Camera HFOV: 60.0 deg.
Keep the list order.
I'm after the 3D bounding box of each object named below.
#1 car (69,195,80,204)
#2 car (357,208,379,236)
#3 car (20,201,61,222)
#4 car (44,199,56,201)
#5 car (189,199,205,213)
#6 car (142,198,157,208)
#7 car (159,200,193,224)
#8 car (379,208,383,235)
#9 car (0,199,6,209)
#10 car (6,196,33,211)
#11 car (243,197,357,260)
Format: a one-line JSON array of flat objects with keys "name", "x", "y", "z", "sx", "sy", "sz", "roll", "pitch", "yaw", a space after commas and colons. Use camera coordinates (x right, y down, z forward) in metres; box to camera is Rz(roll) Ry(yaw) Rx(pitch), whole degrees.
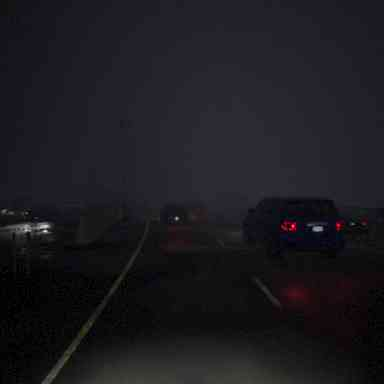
[{"name": "car", "x": -24.087, "y": 1.545, "z": 68.404, "sx": 2.097, "sy": 1.767, "sz": 4.553, "roll": -1, "pitch": 0, "yaw": -22}, {"name": "car", "x": 6.772, "y": 1.479, "z": 17.139, "sx": 2.033, "sy": 1.411, "sz": 5.357, "roll": -1, "pitch": 0, "yaw": -7}, {"name": "car", "x": -12.876, "y": 1.787, "z": 28.905, "sx": 1.895, "sy": 1.301, "sz": 4.718, "roll": -1, "pitch": 0, "yaw": -9}, {"name": "car", "x": -21.023, "y": 1.809, "z": 49.169, "sx": 1.837, "sy": 1.490, "sz": 4.892, "roll": -1, "pitch": 0, "yaw": -16}, {"name": "car", "x": 0.149, "y": 1.558, "z": 37.362, "sx": 1.812, "sy": 1.442, "sz": 4.674, "roll": 0, "pitch": 0, "yaw": -12}, {"name": "car", "x": -6.426, "y": 1.651, "z": 50.029, "sx": 1.812, "sy": 1.442, "sz": 4.674, "roll": 0, "pitch": 0, "yaw": -16}, {"name": "car", "x": -1.400, "y": 1.546, "z": 25.182, "sx": 1.837, "sy": 1.490, "sz": 4.892, "roll": 0, "pitch": 0, "yaw": -8}, {"name": "car", "x": 10.114, "y": 1.491, "z": 17.549, "sx": 1.895, "sy": 1.301, "sz": 4.718, "roll": -1, "pitch": 0, "yaw": -5}, {"name": "car", "x": -28.761, "y": 1.917, "z": 50.627, "sx": 1.837, "sy": 1.490, "sz": 4.892, "roll": 0, "pitch": 0, "yaw": -17}, {"name": "car", "x": -24.076, "y": 1.565, "z": 47.143, "sx": 2.150, "sy": 2.045, "sz": 5.566, "roll": -1, "pitch": 0, "yaw": -15}, {"name": "car", "x": 3.503, "y": 1.190, "z": 12.507, "sx": 2.150, "sy": 2.045, "sz": 5.566, "roll": 0, "pitch": 0, "yaw": -5}]
